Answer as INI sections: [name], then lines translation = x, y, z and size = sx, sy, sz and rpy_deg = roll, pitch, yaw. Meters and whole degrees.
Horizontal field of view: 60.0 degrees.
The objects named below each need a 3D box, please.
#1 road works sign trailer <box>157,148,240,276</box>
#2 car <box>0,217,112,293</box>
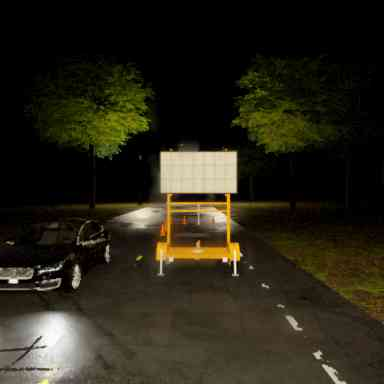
[road works sign trailer]
translation = 0.206, 0.459, 10.326
size = 2.380, 3.560, 2.880
rpy_deg = 0, 0, 2
[car]
translation = -3.511, 1.500, 8.967
size = 1.837, 1.490, 4.892
rpy_deg = 0, 0, 0
